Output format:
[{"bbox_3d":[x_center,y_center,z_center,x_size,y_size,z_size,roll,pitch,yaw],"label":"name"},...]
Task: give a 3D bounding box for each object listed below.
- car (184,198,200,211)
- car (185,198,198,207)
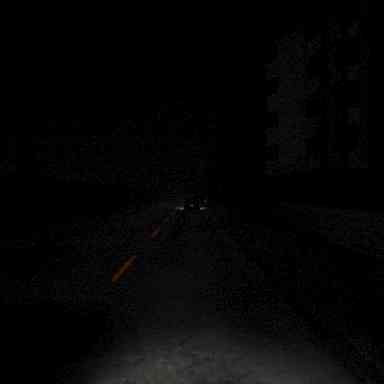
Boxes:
[{"bbox_3d":[-0.020,1.554,40.787,1.994,1.385,4.181,0,0,0],"label":"car"},{"bbox_3d":[-0.019,1.589,51.384,1.895,1.301,4.718,0,0,0],"label":"car"}]
